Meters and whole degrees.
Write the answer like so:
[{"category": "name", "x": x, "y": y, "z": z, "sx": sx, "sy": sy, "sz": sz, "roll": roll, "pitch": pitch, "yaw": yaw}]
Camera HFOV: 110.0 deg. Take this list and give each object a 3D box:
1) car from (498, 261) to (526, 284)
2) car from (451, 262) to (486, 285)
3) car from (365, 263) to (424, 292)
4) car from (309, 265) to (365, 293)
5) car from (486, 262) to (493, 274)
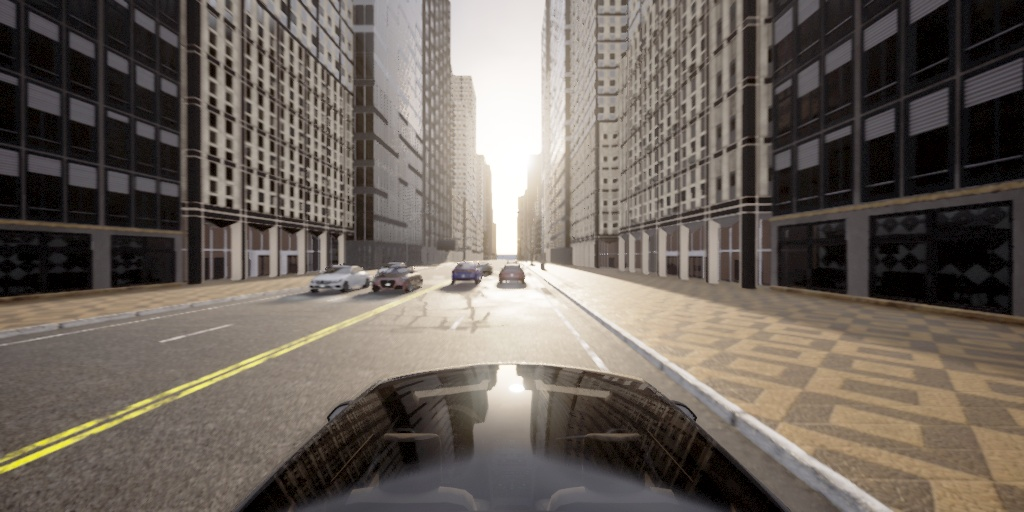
[{"category": "car", "x": 0.016, "y": 1.292, "z": 27.213, "sx": 1.994, "sy": 1.385, "sz": 4.181, "roll": 0, "pitch": 0, "yaw": 1}, {"category": "car", "x": -3.233, "y": 1.207, "z": 26.337, "sx": 1.882, "sy": 1.535, "sz": 5.008, "roll": 0, "pitch": 0, "yaw": 0}, {"category": "car", "x": -6.493, "y": 1.303, "z": 20.742, "sx": 1.994, "sy": 1.385, "sz": 4.181, "roll": 0, "pitch": 0, "yaw": 0}, {"category": "car", "x": -9.743, "y": 1.264, "z": 20.747, "sx": 1.812, "sy": 1.442, "sz": 4.674, "roll": 0, "pitch": 0, "yaw": 0}, {"category": "car", "x": -3.191, "y": 1.299, "z": 40.201, "sx": 1.994, "sy": 1.385, "sz": 4.181, "roll": 0, "pitch": 0, "yaw": 1}]
